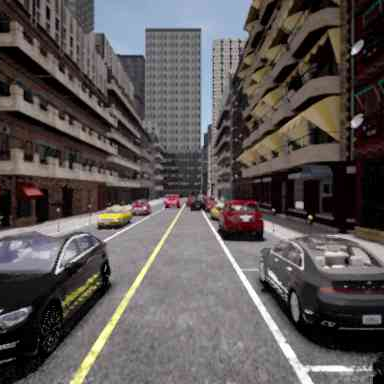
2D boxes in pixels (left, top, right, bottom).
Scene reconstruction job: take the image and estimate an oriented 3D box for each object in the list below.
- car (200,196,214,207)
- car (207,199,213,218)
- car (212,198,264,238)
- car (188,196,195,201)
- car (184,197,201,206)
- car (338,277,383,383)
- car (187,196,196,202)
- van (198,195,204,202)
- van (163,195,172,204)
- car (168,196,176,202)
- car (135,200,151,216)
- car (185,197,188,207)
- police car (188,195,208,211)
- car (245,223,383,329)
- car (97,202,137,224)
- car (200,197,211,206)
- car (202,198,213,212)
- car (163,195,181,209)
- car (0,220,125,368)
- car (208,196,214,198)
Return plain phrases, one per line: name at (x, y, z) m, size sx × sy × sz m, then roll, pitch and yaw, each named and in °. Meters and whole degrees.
car at (2.474, 1.560, 56.843) m, size 2.192 × 1.841 × 5.009 m, roll -1°, pitch 0°, yaw 0°
car at (2.515, 1.654, 29.268) m, size 1.752 × 1.417 × 4.829 m, roll -1°, pitch 0°, yaw 0°
car at (2.528, 1.394, 18.001) m, size 2.192 × 1.841 × 5.009 m, roll -1°, pitch 0°, yaw 0°
car at (-0.132, 1.937, 94.120) m, size 1.994 × 1.385 × 4.181 m, roll 0°, pitch 0°, yaw 0°
car at (0.192, 1.765, 60.311) m, size 1.837 × 1.490 × 4.892 m, roll 0°, pitch 0°, yaw 15°
car at (2.555, 1.573, 1.353) m, size 1.947 × 1.339 × 4.313 m, roll -1°, pitch 0°, yaw 0°
car at (-0.112, 1.632, 79.579) m, size 1.882 × 1.535 × 5.008 m, roll 0°, pitch 0°, yaw 0°
van at (2.427, 1.723, 90.137) m, size 1.690 × 1.788 × 3.998 m, roll -1°, pitch 0°, yaw 0°
van at (-5.430, 1.655, 73.460) m, size 1.690 × 1.788 × 3.998 m, roll -1°, pitch 0°, yaw 0°
car at (-5.452, 1.822, 90.106) m, size 1.967 × 1.590 × 4.097 m, roll -1°, pitch 0°, yaw 0°
car at (-5.374, 1.591, 34.615) m, size 1.967 × 1.590 × 4.097 m, roll -1°, pitch 0°, yaw 0°
car at (0.148, 1.712, 54.233) m, size 1.882 × 1.535 × 5.008 m, roll 0°, pitch 0°, yaw -11°
police car at (0.763, 1.619, 44.546) m, size 1.930 × 1.638 × 5.238 m, roll 0°, pitch 0°, yaw 0°
car at (2.547, 1.582, 6.902) m, size 2.008 × 1.369 × 4.403 m, roll -1°, pitch 0°, yaw 0°
car at (-5.357, 1.627, 23.347) m, size 1.752 × 1.417 × 4.829 m, roll -1°, pitch 0°, yaw 0°
car at (2.467, 1.708, 62.392) m, size 1.967 × 1.590 × 4.097 m, roll -1°, pitch 0°, yaw 0°
car at (2.500, 1.757, 40.195) m, size 1.802 × 1.307 × 4.206 m, roll -1°, pitch 0°, yaw 0°
car at (-2.887, 1.442, 50.433) m, size 2.150 × 2.045 × 5.566 m, roll 0°, pitch -1°, yaw 0°
car at (-2.858, 1.519, 6.122) m, size 2.128 × 1.511 × 4.902 m, roll 0°, pitch 0°, yaw 0°
car at (2.482, 1.537, 51.294) m, size 2.192 × 1.841 × 5.009 m, roll -1°, pitch 0°, yaw 0°
